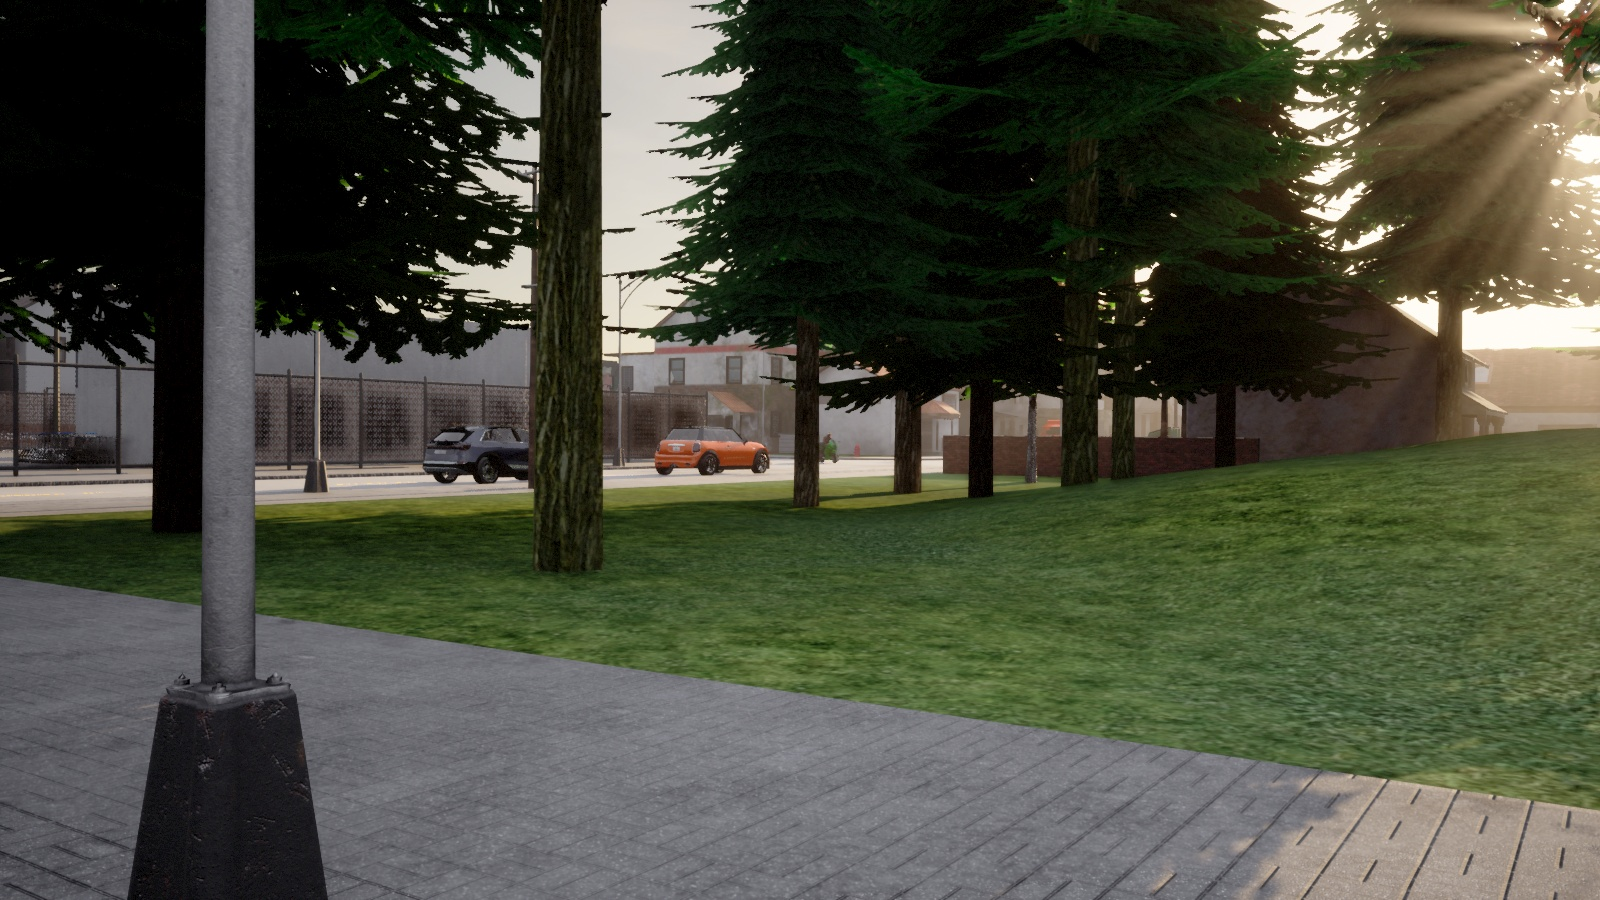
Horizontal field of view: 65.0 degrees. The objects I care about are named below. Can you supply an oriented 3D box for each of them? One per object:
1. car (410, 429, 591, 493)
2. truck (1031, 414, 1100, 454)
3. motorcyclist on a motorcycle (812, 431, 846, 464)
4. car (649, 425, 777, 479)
[{"bbox_3d":[-8.315,0.255,35.293,2.033,1.649,4.856,0,1,34],"label":"car"},{"bbox_3d":[17.161,-1.016,80.939,2.627,2.467,5.204,0,1,33],"label":"truck"},{"bbox_3d":[1.406,-0.130,60.868,0.797,1.523,2.044,-3,2,-23],"label":"motorcyclist on a motorcycle"},{"bbox_3d":[-2.931,0.024,43.387,2.097,1.767,4.553,0,1,33],"label":"car"}]
